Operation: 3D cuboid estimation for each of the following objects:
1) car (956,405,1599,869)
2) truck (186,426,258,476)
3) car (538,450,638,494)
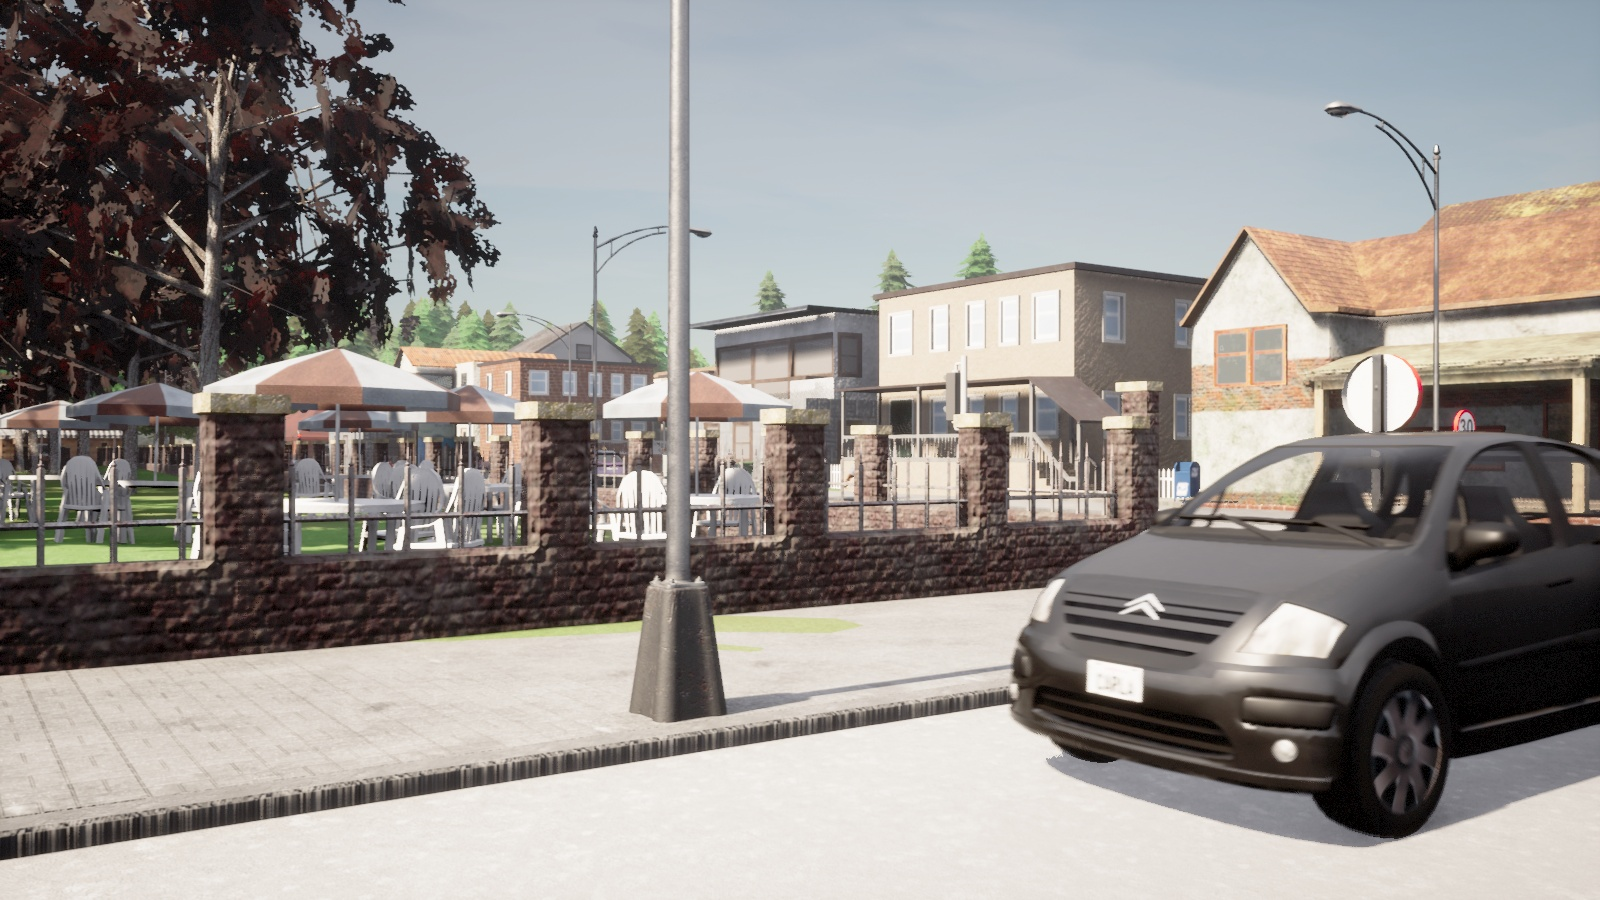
[{"bbox_3d":[2.898,0.654,6.280,3.988,1.617,1.851,0,0,-35],"label":"car"},{"bbox_3d":[-41.332,0.076,89.621,2.891,3.462,7.936,0,0,-38],"label":"truck"},{"bbox_3d":[-8.442,0.822,49.767,2.033,1.649,4.856,0,0,-35],"label":"car"}]
